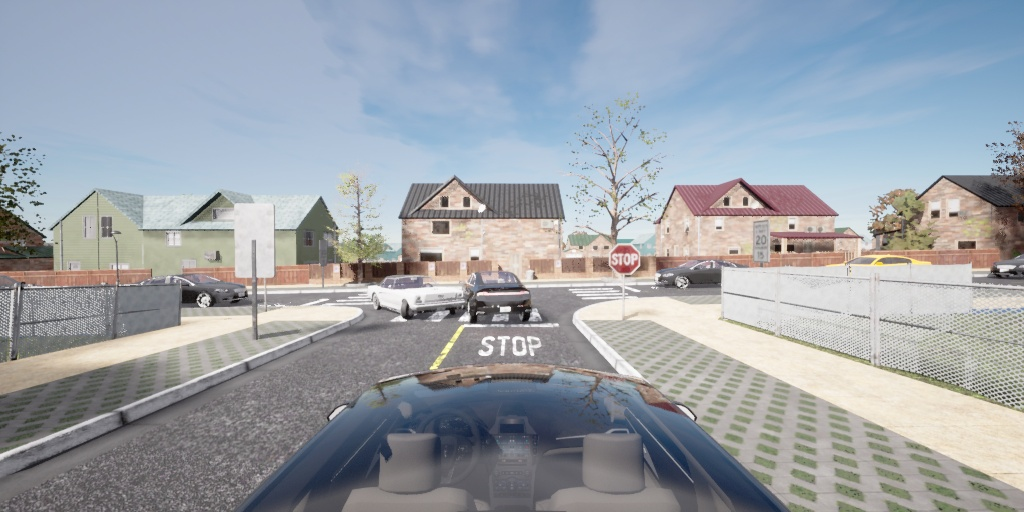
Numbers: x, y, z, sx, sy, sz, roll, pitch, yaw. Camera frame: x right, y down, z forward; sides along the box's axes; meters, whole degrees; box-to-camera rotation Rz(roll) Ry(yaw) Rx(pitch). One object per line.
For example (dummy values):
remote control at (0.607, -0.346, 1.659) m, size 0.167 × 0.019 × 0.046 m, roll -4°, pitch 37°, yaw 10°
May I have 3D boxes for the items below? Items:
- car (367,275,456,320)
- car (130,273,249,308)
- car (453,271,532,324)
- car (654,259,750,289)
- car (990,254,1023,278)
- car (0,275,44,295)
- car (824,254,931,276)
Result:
car at (-3.601, 1.368, 12.996) m, size 1.895 × 1.301 × 4.718 m, roll 0°, pitch 0°, yaw -38°
car at (-14.902, 1.566, 16.491) m, size 4.902 × 1.511 × 2.128 m, roll -1°, pitch 1°, yaw 0°
car at (-0.685, 1.243, 12.137) m, size 2.128 × 1.511 × 4.902 m, roll 0°, pitch 0°, yaw -12°
car at (10.331, 0.926, 19.545) m, size 4.902 × 1.511 × 2.128 m, roll -1°, pitch 1°, yaw 0°
car at (29.386, 0.478, 19.618) m, size 4.902 × 1.511 × 2.128 m, roll -1°, pitch 1°, yaw 0°
car at (-24.239, 1.648, 16.451) m, size 4.553 × 1.767 × 2.097 m, roll -1°, pitch 1°, yaw 0°
car at (19.761, 0.690, 19.582) m, size 5.008 × 1.535 × 1.882 m, roll -1°, pitch 1°, yaw -1°
